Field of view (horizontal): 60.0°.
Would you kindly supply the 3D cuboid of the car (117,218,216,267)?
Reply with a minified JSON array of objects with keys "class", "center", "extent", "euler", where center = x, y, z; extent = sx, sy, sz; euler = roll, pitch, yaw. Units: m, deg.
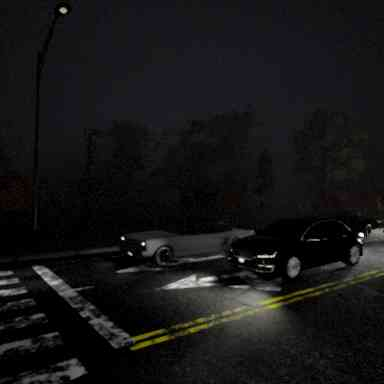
[{"class":"car","center":[-0.100,1.603,11.582],"extent":[4.718,1.301,1.895],"euler":[0,0,-35]}]

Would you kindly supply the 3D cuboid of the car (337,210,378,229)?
[{"class":"car","center":[7.378,1.614,16.884],"extent":[4.718,1.301,1.895],"euler":[0,0,-35]}]

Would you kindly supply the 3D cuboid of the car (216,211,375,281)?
[{"class":"car","center":[3.257,1.508,9.977],"extent":[4.892,1.490,1.837],"euler":[0,0,-35]}]
